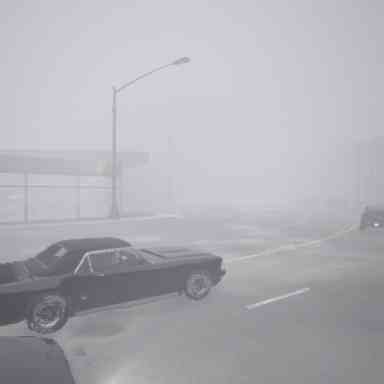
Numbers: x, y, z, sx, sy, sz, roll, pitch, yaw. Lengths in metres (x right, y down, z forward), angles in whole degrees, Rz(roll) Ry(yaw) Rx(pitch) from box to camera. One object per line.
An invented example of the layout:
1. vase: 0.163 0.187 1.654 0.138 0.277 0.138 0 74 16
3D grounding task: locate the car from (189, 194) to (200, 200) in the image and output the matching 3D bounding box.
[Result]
1. car: 0.657 1.517 95.603 1.812 1.442 4.674 0 0 1

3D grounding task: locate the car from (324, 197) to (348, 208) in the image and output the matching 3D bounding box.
1. car: 20.777 1.522 48.374 1.812 1.442 4.674 0 0 -5

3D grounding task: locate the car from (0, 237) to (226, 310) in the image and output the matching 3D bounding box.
1. car: -1.621 1.600 6.728 4.718 1.301 1.895 0 0 -34

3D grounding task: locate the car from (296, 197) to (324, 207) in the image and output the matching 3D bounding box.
1. car: 17.144 1.488 49.649 2.128 1.511 4.902 0 0 -6

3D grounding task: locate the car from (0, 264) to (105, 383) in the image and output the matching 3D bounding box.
1. car: -3.262 1.547 1.534 5.357 1.411 2.033 0 0 -30

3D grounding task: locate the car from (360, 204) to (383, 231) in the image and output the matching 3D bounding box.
1. car: 11.293 1.503 19.954 1.837 1.490 4.892 1 0 33
